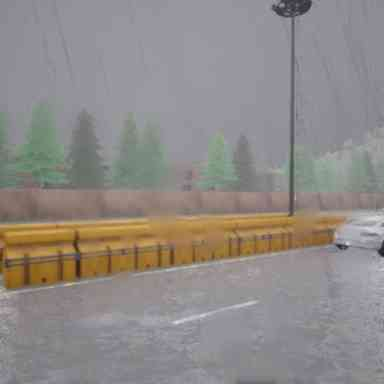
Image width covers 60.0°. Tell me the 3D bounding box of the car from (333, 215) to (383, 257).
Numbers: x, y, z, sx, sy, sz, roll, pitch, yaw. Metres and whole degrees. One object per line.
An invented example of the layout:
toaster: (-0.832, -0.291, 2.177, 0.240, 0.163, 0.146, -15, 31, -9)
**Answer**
car: (7.657, 1.678, 13.601, 4.674, 1.442, 1.812, 0, 0, -35)
